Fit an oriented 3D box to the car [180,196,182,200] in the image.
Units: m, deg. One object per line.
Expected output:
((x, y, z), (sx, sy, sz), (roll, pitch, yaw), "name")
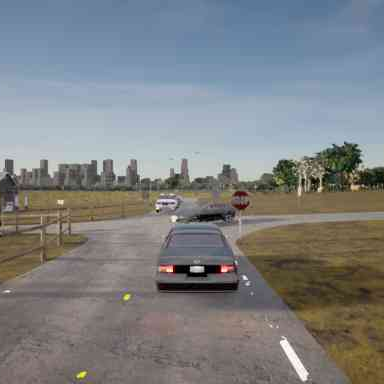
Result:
((-2.866, 1.542, 48.339), (1.812, 1.442, 4.674), (0, 0, 0), "car")

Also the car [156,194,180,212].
((-2.865, 1.230, 38.363), (2.150, 2.045, 5.566), (0, 0, 0), "car")

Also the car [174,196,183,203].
((-2.787, 1.594, 69.363), (1.812, 1.442, 4.674), (0, 0, 0), "car")

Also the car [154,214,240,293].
((0.094, 1.549, 8.976), (2.033, 1.411, 5.357), (0, 0, 0), "car")

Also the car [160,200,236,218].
((0.750, 1.412, 22.002), (4.902, 1.511, 2.128), (-3, 1, -38), "car")

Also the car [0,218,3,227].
((-15.576, 2.029, 22.591), (5.008, 1.535, 1.882), (-2, 0, 0), "car")
